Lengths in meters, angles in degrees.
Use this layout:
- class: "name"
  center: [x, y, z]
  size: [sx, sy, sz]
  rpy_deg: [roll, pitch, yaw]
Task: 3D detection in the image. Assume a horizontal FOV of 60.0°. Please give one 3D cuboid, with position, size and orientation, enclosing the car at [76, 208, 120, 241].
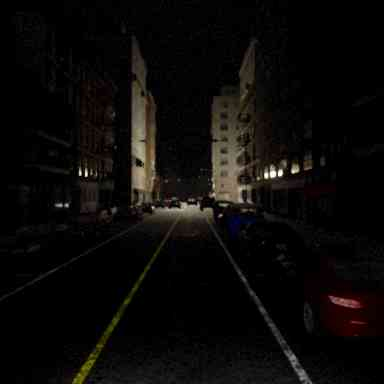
- class: "car"
  center: [-5.379, 1.713, 17.417]
  size: [2.008, 1.369, 4.403]
  rpy_deg: [0, -1, 0]

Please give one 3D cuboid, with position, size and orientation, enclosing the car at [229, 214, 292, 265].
- class: "car"
  center: [2.643, 1.677, 11.903]
  size: [1.947, 1.339, 4.313]
  rpy_deg: [0, -1, 0]

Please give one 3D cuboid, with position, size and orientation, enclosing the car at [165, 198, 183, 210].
- class: "car"
  center: [-2.794, 2.049, 53.253]
  size: [1.812, 1.442, 4.674]
  rpy_deg: [0, -1, 0]

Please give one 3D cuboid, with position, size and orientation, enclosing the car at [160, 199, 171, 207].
- class: "car"
  center: [-5.356, 2.206, 67.013]
  size: [1.887, 1.381, 4.507]
  rpy_deg: [0, -1, 0]

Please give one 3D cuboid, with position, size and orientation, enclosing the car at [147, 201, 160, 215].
- class: "car"
  center: [-5.369, 1.933, 39.459]
  size: [2.008, 1.369, 4.403]
  rpy_deg: [0, -1, 0]

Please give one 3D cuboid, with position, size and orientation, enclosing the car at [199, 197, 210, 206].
- class: "car"
  center: [2.672, 2.032, 72.523]
  size: [2.192, 1.841, 5.009]
  rpy_deg: [0, -1, 0]

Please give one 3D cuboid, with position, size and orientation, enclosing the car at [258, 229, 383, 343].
- class: "car"
  center: [2.641, 1.641, 6.393]
  size: [1.802, 1.307, 4.206]
  rpy_deg: [0, -1, 0]

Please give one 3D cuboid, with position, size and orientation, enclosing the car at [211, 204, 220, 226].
- class: "car"
  center: [2.648, 1.767, 22.924]
  size: [2.008, 1.369, 4.403]
  rpy_deg: [0, -1, 0]

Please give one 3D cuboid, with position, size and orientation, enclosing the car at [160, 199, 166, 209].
- class: "car"
  center: [-5.361, 2.133, 55.991]
  size: [1.802, 1.307, 4.206]
  rpy_deg: [0, -1, 0]

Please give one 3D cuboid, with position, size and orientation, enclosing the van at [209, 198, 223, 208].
- class: "van"
  center: [2.651, 1.613, 28.436]
  size: [1.690, 1.788, 3.998]
  rpy_deg: [0, -1, 0]

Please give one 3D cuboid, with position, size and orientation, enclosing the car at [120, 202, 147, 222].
- class: "car"
  center: [-5.374, 1.711, 28.439]
  size: [1.967, 1.590, 4.097]
  rpy_deg: [0, -1, 0]

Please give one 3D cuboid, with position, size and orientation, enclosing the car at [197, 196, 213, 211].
- class: "car"
  center: [2.293, 1.712, 49.370]
  size: [2.150, 2.045, 5.566]
  rpy_deg: [0, -1, 0]

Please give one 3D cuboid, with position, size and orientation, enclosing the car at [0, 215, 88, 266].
- class: "car"
  center: [-5.382, 1.692, 11.906]
  size: [1.802, 1.307, 4.206]
  rpy_deg: [0, -1, 0]

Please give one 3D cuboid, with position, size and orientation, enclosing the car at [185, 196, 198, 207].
- class: "car"
  center: [0.035, 2.161, 67.915]
  size: [2.128, 1.511, 4.902]
  rpy_deg: [0, -1, 0]

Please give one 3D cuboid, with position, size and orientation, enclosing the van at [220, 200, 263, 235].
- class: "van"
  center: [2.646, 1.504, 17.415]
  size: [1.690, 1.788, 3.998]
  rpy_deg: [0, -1, 0]

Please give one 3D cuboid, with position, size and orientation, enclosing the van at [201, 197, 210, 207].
- class: "van"
  center: [2.669, 2.003, 67.011]
  size: [1.690, 1.788, 3.998]
  rpy_deg: [0, -1, 0]
